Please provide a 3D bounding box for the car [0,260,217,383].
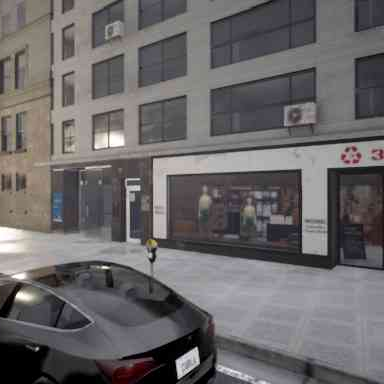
[{"bbox_3d":[-1.725,1.565,4.200,4.313,1.339,1.947,0,0,36],"label":"car"}]
